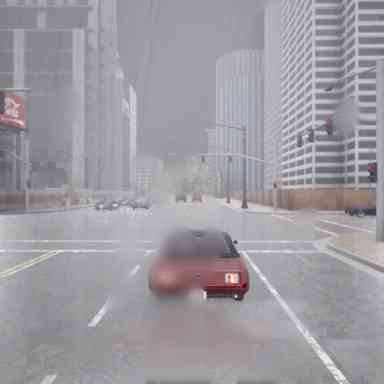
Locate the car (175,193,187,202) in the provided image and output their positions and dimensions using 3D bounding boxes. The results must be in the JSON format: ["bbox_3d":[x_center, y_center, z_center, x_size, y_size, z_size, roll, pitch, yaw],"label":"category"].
[{"bbox_3d":[-2.452,1.216,73.445,2.150,2.045,5.566,0,0,1],"label":"car"}]

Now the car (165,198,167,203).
[{"bbox_3d":[-6.090,1.601,65.919,1.895,1.301,4.718,0,0,1],"label":"car"}]

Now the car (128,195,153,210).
[{"bbox_3d":[-6.476,1.526,42.562,1.812,1.442,4.674,0,0,0],"label":"car"}]

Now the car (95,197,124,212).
[{"bbox_3d":[-10.042,1.491,39.456,2.128,1.511,4.902,0,0,1],"label":"car"}]

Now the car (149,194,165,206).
[{"bbox_3d":[-6.296,1.492,55.451,2.128,1.511,4.902,0,0,1],"label":"car"}]

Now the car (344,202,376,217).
[{"bbox_3d":[16.547,1.601,30.443,4.718,1.301,1.895,0,0,1],"label":"car"}]

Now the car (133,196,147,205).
[{"bbox_3d":[-9.677,1.525,61.808,1.812,1.442,4.674,0,0,1],"label":"car"}]

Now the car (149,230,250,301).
[{"bbox_3d":[0.216,1.601,8.322,1.895,1.301,4.718,0,0,2],"label":"car"}]

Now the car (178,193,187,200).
[{"bbox_3d":[-2.297,1.184,84.085,2.097,1.767,4.553,0,0,1],"label":"car"}]

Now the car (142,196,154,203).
[{"bbox_3d":[-9.472,1.524,72.079,1.812,1.442,4.674,0,0,1],"label":"car"}]

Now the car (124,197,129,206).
[{"bbox_3d":[-9.871,1.492,50.910,2.128,1.511,4.902,0,0,1],"label":"car"}]

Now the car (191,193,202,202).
[{"bbox_3d":[1.048,1.216,73.394,2.150,2.045,5.566,0,0,1],"label":"car"}]
